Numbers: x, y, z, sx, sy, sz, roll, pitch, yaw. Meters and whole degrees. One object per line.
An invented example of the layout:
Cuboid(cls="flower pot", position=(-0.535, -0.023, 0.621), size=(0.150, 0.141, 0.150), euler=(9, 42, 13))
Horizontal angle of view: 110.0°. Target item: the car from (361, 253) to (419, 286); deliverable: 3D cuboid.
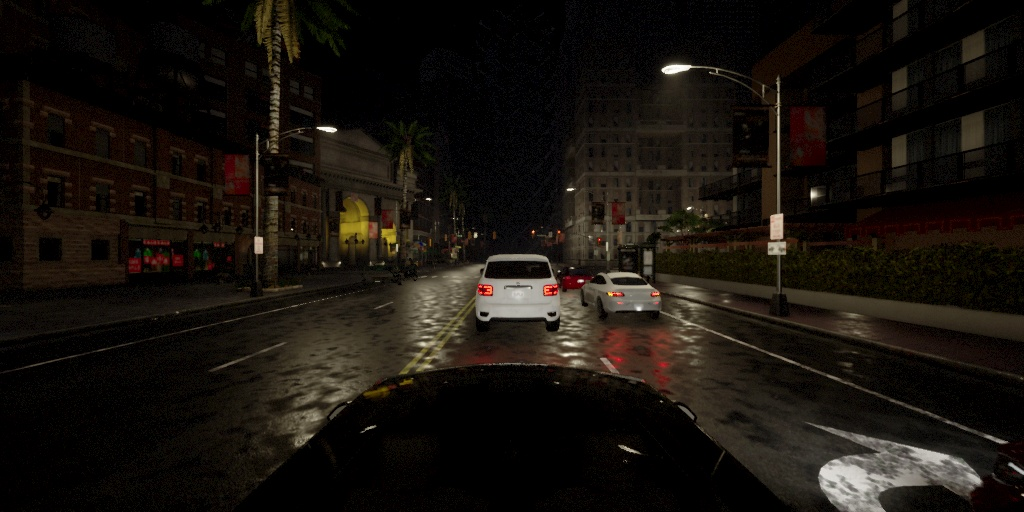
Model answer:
Cuboid(cls="car", position=(-6.884, 0.720, 20.692), size=(2.097, 1.767, 4.553), euler=(0, 0, 0))

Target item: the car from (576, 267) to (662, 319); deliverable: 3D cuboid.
Cuboid(cls="car", position=(3.675, 1.276, 12.670), size=(1.812, 1.442, 4.674), euler=(0, 0, 0))

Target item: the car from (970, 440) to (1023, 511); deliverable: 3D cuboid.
Cuboid(cls="car", position=(3.674, 1.276, 0.137), size=(1.812, 1.442, 4.674), euler=(0, 0, 0))

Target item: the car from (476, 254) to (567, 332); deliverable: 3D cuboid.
Cuboid(cls="car", position=(0.159, 0.972, 11.043), size=(2.150, 2.045, 5.566), euler=(0, 0, 0))

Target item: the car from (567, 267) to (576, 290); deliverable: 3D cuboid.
Cuboid(cls="car", position=(3.725, 1.314, 21.321), size=(1.994, 1.385, 4.181), euler=(0, 0, 0))
